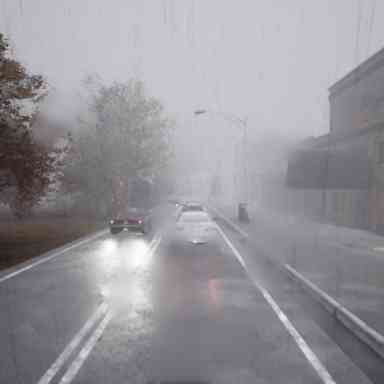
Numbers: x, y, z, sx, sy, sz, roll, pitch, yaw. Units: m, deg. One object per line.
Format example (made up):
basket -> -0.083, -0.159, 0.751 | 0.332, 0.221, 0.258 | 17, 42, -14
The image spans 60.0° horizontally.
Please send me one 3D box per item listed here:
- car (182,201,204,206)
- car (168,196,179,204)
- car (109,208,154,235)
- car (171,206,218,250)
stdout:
car -> 0.103, 1.517, 29.919 | 1.812, 1.442, 4.674 | 0, 0, 0
car -> -3.265, 1.509, 61.006 | 2.033, 1.411, 5.357 | 0, 0, 1
car -> -3.348, 1.595, 19.045 | 1.895, 1.301, 4.718 | 0, 0, 0
car -> 0.102, 1.522, 14.280 | 1.812, 1.442, 4.674 | 0, 0, 0
